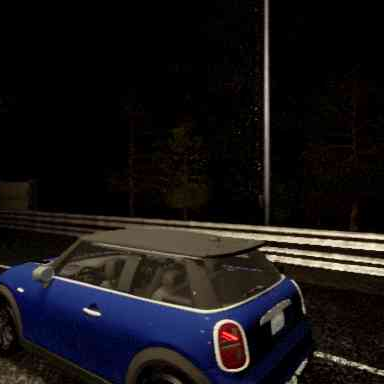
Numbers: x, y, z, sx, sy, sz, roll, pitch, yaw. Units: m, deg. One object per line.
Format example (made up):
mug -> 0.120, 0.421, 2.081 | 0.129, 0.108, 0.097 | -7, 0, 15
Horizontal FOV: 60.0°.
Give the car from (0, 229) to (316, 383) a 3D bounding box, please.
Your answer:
car -> -0.853, 1.294, 4.522 | 4.553, 1.767, 2.097 | 0, 0, 37
